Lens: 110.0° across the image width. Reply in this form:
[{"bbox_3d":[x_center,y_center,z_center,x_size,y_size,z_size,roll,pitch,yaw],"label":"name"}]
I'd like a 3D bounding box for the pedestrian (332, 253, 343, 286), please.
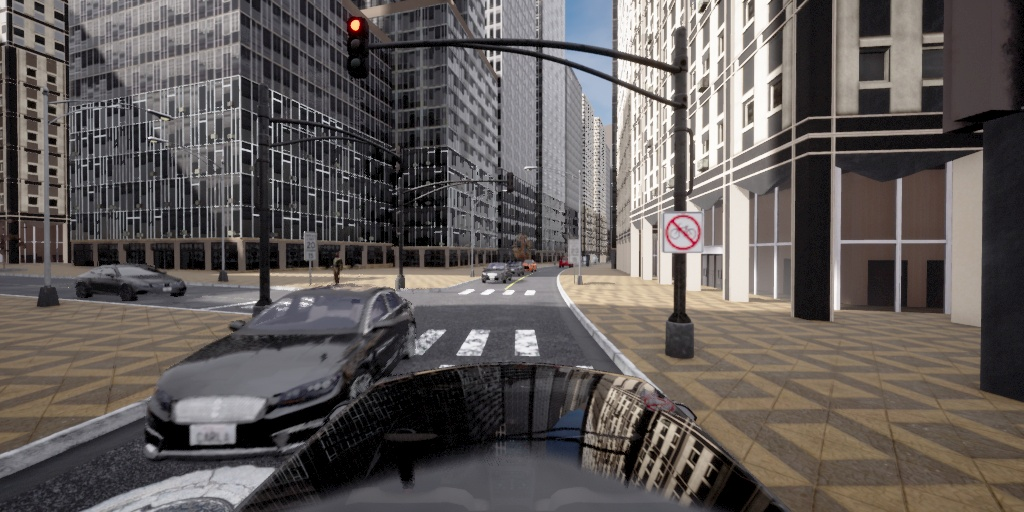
[{"bbox_3d":[-9.523,0.716,19.461,0.375,1.860,0.375,0,0,16],"label":"pedestrian"}]

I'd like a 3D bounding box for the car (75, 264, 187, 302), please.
[{"bbox_3d":[-16.372,1.077,15.365,4.674,1.442,1.812,1,1,16],"label":"car"}]

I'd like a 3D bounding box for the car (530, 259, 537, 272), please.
[{"bbox_3d":[2.010,1.220,47.454,2.097,1.767,4.553,0,0,12],"label":"car"}]

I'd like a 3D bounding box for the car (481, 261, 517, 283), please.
[{"bbox_3d":[-1.116,1.276,28.193,2.128,1.511,4.902,0,0,7],"label":"car"}]

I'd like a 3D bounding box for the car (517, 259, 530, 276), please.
[{"bbox_3d":[0.230,1.311,37.675,2.128,1.511,4.902,0,0,9],"label":"car"}]

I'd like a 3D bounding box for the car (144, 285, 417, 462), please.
[{"bbox_3d":[-2.711,1.241,5.465,2.128,1.511,4.902,0,0,-5],"label":"car"}]
